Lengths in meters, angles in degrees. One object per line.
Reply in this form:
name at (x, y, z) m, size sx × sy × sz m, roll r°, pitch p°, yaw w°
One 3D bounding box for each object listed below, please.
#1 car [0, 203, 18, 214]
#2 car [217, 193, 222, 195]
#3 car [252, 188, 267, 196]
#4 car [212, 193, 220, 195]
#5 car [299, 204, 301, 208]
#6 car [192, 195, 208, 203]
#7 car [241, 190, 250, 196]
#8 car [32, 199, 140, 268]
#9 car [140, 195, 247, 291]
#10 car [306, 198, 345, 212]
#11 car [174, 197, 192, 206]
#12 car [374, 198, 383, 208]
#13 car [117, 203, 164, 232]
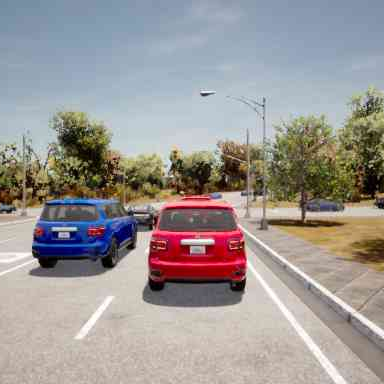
car at (-22.982, 1.815, 38.022) m, size 5.357 × 1.411 × 2.033 m, roll -2°, pitch 0°, yaw 3°
car at (5.682, 0.945, 77.885) m, size 1.812 × 1.442 × 4.674 m, roll 0°, pitch 3°, yaw 26°
car at (17.588, -0.079, 85.035) m, size 2.150 × 2.045 × 5.566 m, roll 0°, pitch 3°, yaw 33°
car at (0.286, 1.260, 19.562) m, size 2.150 × 2.045 × 5.566 m, roll 0°, pitch 0°, yaw 1°
car at (16.275, 1.562, 42.850) m, size 4.892 × 1.490 × 1.837 m, roll -1°, pitch 0°, yaw 3°
car at (1.648, 1.391, 68.510) m, size 1.812 × 1.442 × 4.674 m, roll 0°, pitch 2°, yaw 21°
car at (14.273, 0.262, 86.320) m, size 2.128 × 1.511 × 4.902 m, roll 0°, pitch 3°, yaw 33°
car at (-3.350, 1.235, 11.475) m, size 2.150 × 2.045 × 5.566 m, roll 0°, pitch 0°, yaw 1°
car at (0.131, 1.230, 9.195) m, size 2.150 × 2.045 × 5.566 m, roll 0°, pitch 0°, yaw 0°
car at (15.745, 1.614, 39.374) m, size 4.181 × 1.385 × 1.994 m, roll -1°, pitch 0°, yaw 4°
car at (-1.502, 1.662, 59.003) m, size 1.994 × 1.385 × 4.181 m, roll 0°, pitch 1°, yaw 16°
car at (26.241, 1.060, 42.249) m, size 5.566 × 2.045 × 2.150 m, roll -2°, pitch 0°, yaw 3°
car at (-3.163, 1.536, 21.327) m, size 2.128 × 1.511 × 4.902 m, roll 0°, pitch 0°, yaw 1°
